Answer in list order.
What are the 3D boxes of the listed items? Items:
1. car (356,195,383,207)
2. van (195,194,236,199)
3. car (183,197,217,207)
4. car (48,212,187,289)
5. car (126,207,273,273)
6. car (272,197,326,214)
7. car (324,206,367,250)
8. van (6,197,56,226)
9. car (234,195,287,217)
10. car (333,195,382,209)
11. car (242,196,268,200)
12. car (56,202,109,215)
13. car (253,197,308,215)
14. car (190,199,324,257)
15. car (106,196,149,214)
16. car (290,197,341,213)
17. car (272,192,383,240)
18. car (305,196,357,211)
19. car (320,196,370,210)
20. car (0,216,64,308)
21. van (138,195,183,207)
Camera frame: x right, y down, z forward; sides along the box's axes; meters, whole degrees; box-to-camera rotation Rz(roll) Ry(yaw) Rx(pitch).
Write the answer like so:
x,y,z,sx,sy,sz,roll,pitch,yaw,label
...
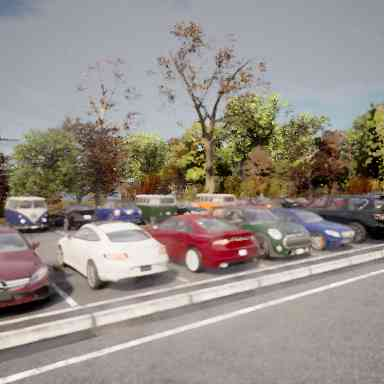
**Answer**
x,y,z,sx,sy,sz,roll,pitch,yaw,label
24.778,1.173,44.131,2.231,1.521,4.892,-1,0,-36,car
1.728,1.166,27.825,1.878,1.987,4.442,0,0,-35,van
-0.508,1.415,26.097,2.231,1.521,4.892,-1,0,-35,car
-2.359,1.541,9.330,2.002,1.452,4.674,-1,0,-35,car
-0.057,1.479,10.968,2.097,1.535,5.008,-1,0,-35,car
10.886,1.306,34.218,2.097,1.535,5.008,-1,0,-35,car
4.540,1.476,14.255,2.002,1.452,4.674,-1,0,-35,car
-9.636,1.275,19.439,1.878,1.987,4.442,-1,0,-35,van
6.273,1.224,30.961,2.185,1.767,4.553,-1,0,-35,car
20.189,1.220,40.841,2.231,1.521,4.892,-1,0,-36,car
3.989,1.371,29.301,2.097,1.535,5.008,-1,0,-35,car
-7.420,1.509,21.203,2.163,1.488,4.792,-1,0,-36,car
8.593,1.328,32.571,2.097,1.535,5.008,-1,0,-35,car
2.222,1.332,12.638,2.185,1.767,4.553,-1,0,-35,car
-5.188,1.333,22.716,2.185,1.767,4.553,-1,0,-35,car
13.272,1.313,35.950,2.163,1.488,4.792,-1,0,-35,car
6.824,1.163,15.915,2.435,2.045,5.566,-1,0,-35,car
15.591,1.262,37.561,2.097,1.535,5.008,-1,0,-36,car
17.890,1.240,39.200,2.097,1.535,5.008,-1,0,-35,car
-4.670,1.558,7.689,2.002,1.452,4.674,-1,0,-35,car
-2.875,1.210,24.547,1.878,1.987,4.442,-1,0,-35,van
